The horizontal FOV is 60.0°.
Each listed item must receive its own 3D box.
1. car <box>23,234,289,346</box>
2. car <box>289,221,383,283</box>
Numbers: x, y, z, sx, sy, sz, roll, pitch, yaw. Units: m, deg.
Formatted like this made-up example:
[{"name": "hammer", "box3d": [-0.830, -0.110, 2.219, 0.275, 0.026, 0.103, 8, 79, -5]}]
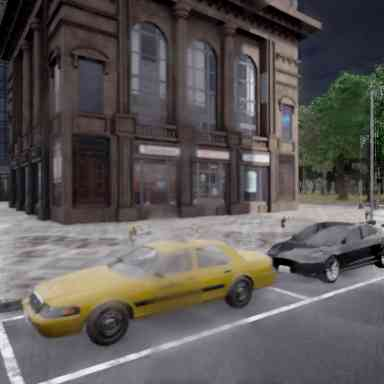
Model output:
[{"name": "car", "box3d": [-0.478, 1.517, 6.311, 4.829, 1.417, 1.752, 0, 0, -36]}, {"name": "car", "box3d": [4.085, 1.542, 9.569, 4.313, 1.339, 1.947, 0, 0, -36]}]
